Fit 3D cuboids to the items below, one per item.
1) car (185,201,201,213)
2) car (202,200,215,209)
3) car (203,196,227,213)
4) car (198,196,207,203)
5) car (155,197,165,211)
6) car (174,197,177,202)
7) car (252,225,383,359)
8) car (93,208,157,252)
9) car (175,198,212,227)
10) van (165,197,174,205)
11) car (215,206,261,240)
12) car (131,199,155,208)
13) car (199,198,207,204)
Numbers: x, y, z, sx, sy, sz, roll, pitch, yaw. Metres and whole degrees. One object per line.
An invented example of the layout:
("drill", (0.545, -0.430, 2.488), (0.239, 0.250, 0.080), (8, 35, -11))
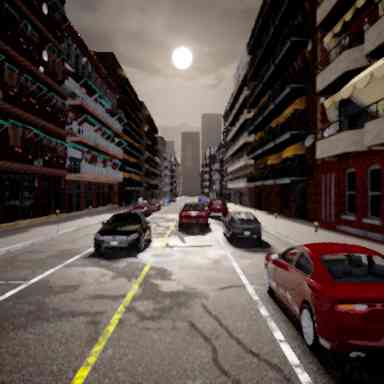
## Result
("car", (0.112, 1.891, 41.822), (1.895, 1.301, 4.718), (0, 0, 0))
("car", (2.571, 1.941, 51.485), (1.802, 1.307, 4.206), (-1, 0, 0))
("car", (2.552, 1.553, 34.494), (2.192, 1.841, 5.009), (-1, 0, 0))
("car", (2.577, 1.920, 85.471), (2.192, 1.841, 5.009), (-1, 0, 0))
("car", (-5.313, 1.760, 46.032), (1.967, 1.590, 4.097), (-1, 0, 0))
("car", (-5.299, 2.193, 91.239), (1.887, 1.381, 4.507), (-1, 0, 0))
("car", (2.524, 1.588, 6.171), (1.887, 1.381, 4.507), (-1, 0, 0))
("car", (-2.831, 1.625, 14.461), (1.812, 1.442, 4.674), (0, 0, 0))
("car", (0.106, 1.522, 24.494), (2.097, 1.767, 4.553), (0, 0, 0))
("van", (-5.308, 1.824, 68.636), (1.690, 1.788, 3.998), (-1, 0, 0))
("car", (2.528, 1.671, 17.500), (2.008, 1.369, 4.403), (-1, 0, 0))
("car", (-5.316, 1.680, 34.729), (1.967, 1.590, 4.097), (-1, 0, 0))
("car", (2.579, 2.146, 79.805), (1.802, 1.307, 4.206), (-1, 0, 0))
